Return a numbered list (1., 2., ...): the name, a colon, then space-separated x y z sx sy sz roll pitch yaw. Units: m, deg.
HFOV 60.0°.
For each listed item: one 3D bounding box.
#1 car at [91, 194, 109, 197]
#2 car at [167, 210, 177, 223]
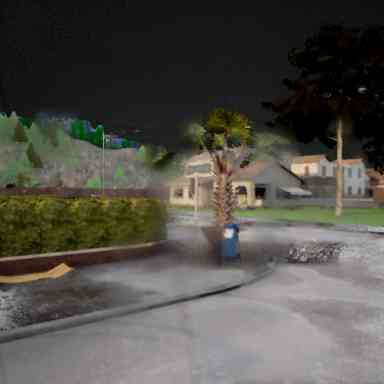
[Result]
1. car: -13.439 1.308 47.727 2.150 2.045 5.566 0 0 -34
2. car: -3.093 1.665 26.002 1.895 1.301 4.718 0 0 -35
